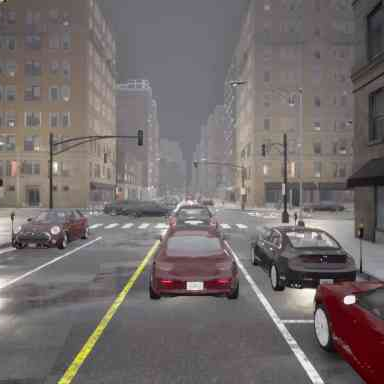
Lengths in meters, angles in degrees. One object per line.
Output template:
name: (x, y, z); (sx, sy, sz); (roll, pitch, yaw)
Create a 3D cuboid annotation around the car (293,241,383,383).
car: (2.669, 1.545, 3.270); (1.887, 1.381, 4.507); (0, 0, 0)

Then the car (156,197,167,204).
car: (-6.273, 1.666, 69.117); (1.802, 1.307, 4.206); (0, 0, -1)

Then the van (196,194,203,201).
van: (2.002, 1.505, 91.236); (1.690, 1.788, 3.998); (0, 0, -1)

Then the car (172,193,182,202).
car: (-3.518, 1.337, 77.811); (2.150, 2.045, 5.566); (0, 0, -1)

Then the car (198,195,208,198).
car: (2.440, 1.591, 52.687); (1.887, 1.381, 4.507); (0, 0, -1)

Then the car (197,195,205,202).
car: (2.127, 1.560, 80.221); (1.967, 1.590, 4.097); (0, 0, -1)

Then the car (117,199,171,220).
car: (-3.330, 1.485, 27.077); (4.674, 1.442, 1.812); (0, 0, 0)

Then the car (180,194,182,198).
car: (-3.420, 1.605, 67.280); (1.812, 1.442, 4.674); (0, 0, 0)

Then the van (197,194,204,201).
van: (2.065, 1.482, 85.729); (1.690, 1.788, 3.998); (0, 0, -1)

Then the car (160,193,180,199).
car: (-3.263, 1.391, 48.479); (2.097, 1.767, 4.553); (0, 0, -1)

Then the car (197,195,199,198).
car: (2.377, 1.623, 58.194); (1.947, 1.339, 4.313); (0, 0, -1)

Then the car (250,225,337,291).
car: (2.658, 1.554, 8.761); (2.008, 1.369, 4.403); (0, 0, 0)

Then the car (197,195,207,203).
car: (2.189, 1.542, 74.715); (1.967, 1.590, 4.097); (0, 0, -1)

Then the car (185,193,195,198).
car: (-0.535, 1.342, 79.415); (2.150, 2.045, 5.566); (0, 0, -1)

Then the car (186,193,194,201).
car: (-0.657, 1.384, 90.133); (2.150, 2.045, 5.566); (0, 0, -1)

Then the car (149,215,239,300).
car: (0.020, 1.528, 8.299); (1.812, 1.442, 4.674); (0, 0, -1)

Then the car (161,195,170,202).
car: (-6.398, 1.560, 80.133); (1.967, 1.590, 4.097); (0, 0, -1)

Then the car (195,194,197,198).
car: (2.253, 1.400, 69.208); (2.192, 1.841, 5.009); (0, 0, -1)

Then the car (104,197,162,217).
car: (-5.542, 1.483, 30.310); (4.892, 1.490, 1.837); (0, 0, 0)

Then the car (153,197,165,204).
car: (-6.210, 1.614, 63.610); (1.887, 1.381, 4.507); (0, 0, -1)

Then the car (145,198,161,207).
car: (-6.085, 1.596, 52.594); (2.008, 1.369, 4.403); (0, 0, -1)

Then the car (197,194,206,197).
car: (2.313, 1.596, 63.871); (1.752, 1.417, 4.829); (0, 0, -1)

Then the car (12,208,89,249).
car: (-5.877, 1.445, 14.233); (1.967, 1.590, 4.097); (0, 0, 0)

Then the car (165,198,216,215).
car: (0.068, 1.358, 15.603); (2.097, 1.767, 4.553); (0, 0, 0)

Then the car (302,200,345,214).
car: (14.640, 1.648, 37.173); (4.674, 1.442, 1.812); (0, 0, 1)
